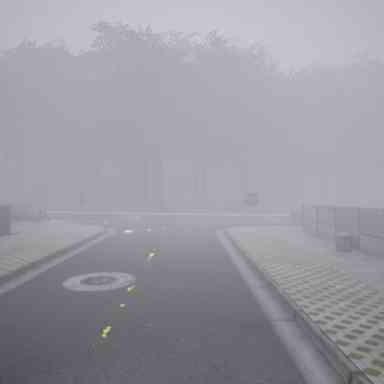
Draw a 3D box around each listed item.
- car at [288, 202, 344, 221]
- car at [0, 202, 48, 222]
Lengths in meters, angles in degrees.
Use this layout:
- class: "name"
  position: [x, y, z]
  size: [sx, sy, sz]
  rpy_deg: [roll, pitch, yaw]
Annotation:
- class: "car"
  position: [10.237, 1.579, 27.056]
  size: [4.674, 1.442, 1.812]
  rpy_deg: [0, 1, 0]
- class: "car"
  position: [-12.713, 1.414, 23.981]
  size: [4.181, 1.385, 1.994]
  rpy_deg: [1, 1, 1]
